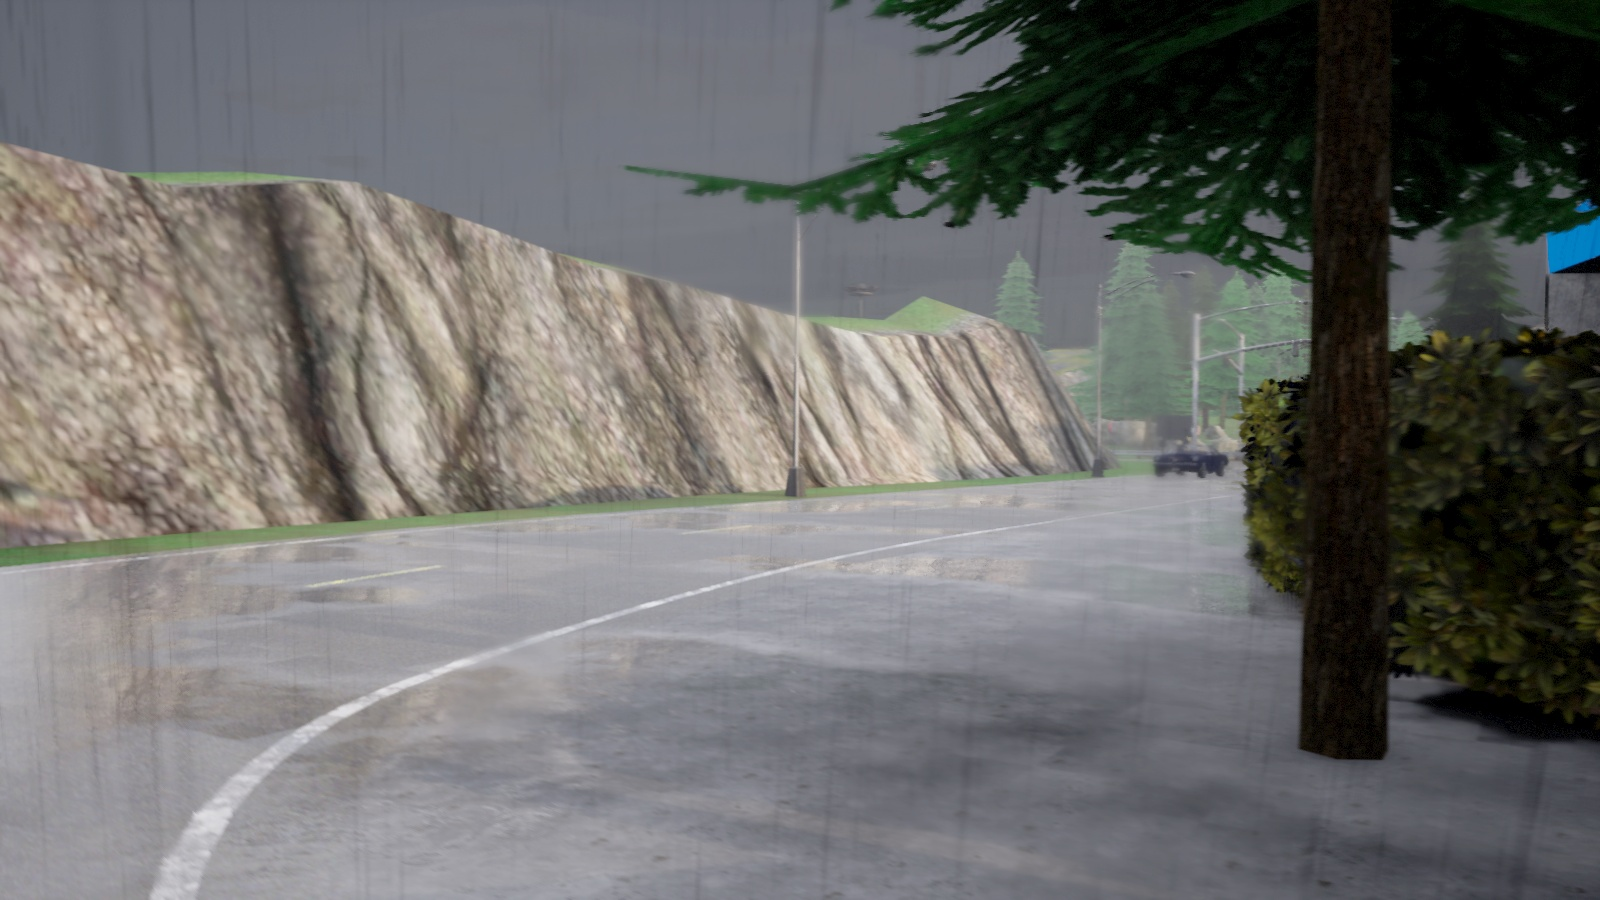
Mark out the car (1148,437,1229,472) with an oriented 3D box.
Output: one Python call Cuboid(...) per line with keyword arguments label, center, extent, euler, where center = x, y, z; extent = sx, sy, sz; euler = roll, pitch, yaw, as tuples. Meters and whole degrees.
Cuboid(label="car", center=(15.406, 0.146, 49.641), extent=(1.895, 1.301, 4.718), euler=(0, 1, 32))
